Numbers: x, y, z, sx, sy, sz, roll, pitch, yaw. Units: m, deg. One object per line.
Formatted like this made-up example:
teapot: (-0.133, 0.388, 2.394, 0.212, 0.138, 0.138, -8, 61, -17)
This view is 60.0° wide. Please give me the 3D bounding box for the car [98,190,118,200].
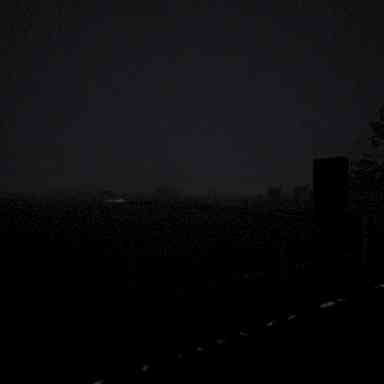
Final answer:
car: (-13.510, 0.396, 53.507, 1.882, 1.535, 5.008, -2, 2, -35)
